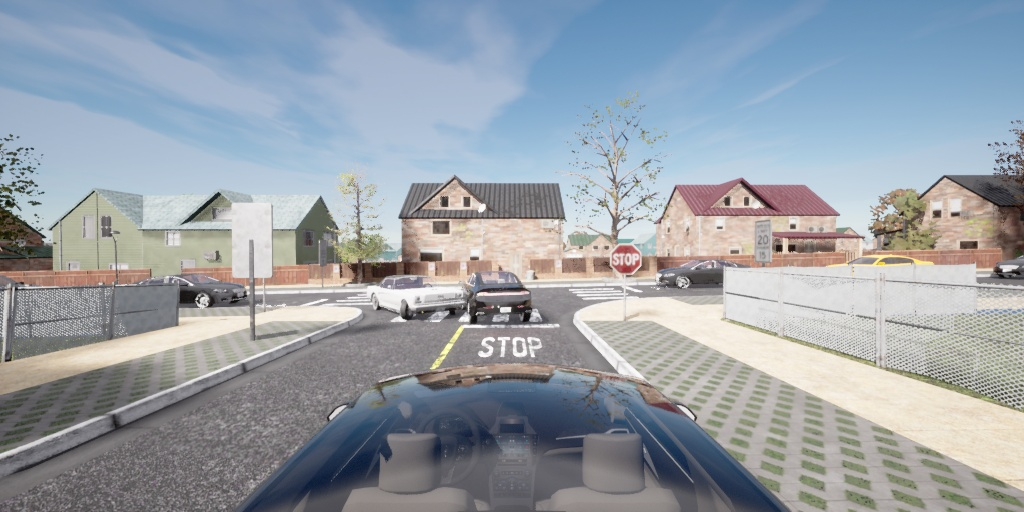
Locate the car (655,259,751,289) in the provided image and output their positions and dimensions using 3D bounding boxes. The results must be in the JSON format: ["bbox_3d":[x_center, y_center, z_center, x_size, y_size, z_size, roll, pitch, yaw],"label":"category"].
[{"bbox_3d":[10.342,0.925,19.453,4.902,1.511,2.128,-1,1,0],"label":"car"}]

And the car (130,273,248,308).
[{"bbox_3d":[-14.892,1.566,16.416,4.902,1.511,2.128,-1,1,0],"label":"car"}]

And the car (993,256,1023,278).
[{"bbox_3d":[29.397,0.477,19.514,4.902,1.511,2.128,-1,1,0],"label":"car"}]

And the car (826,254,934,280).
[{"bbox_3d":[19.773,0.690,19.483,5.008,1.535,1.882,-1,1,0],"label":"car"}]

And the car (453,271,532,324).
[{"bbox_3d":[-0.678,1.242,12.052,2.128,1.511,4.902,0,0,-12],"label":"car"}]

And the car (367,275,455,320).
[{"bbox_3d":[-3.595,1.367,12.913,1.895,1.301,4.718,0,0,-38],"label":"car"}]

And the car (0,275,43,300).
[{"bbox_3d":[-24.230,1.648,16.382,4.553,1.767,2.097,-1,1,0],"label":"car"}]
